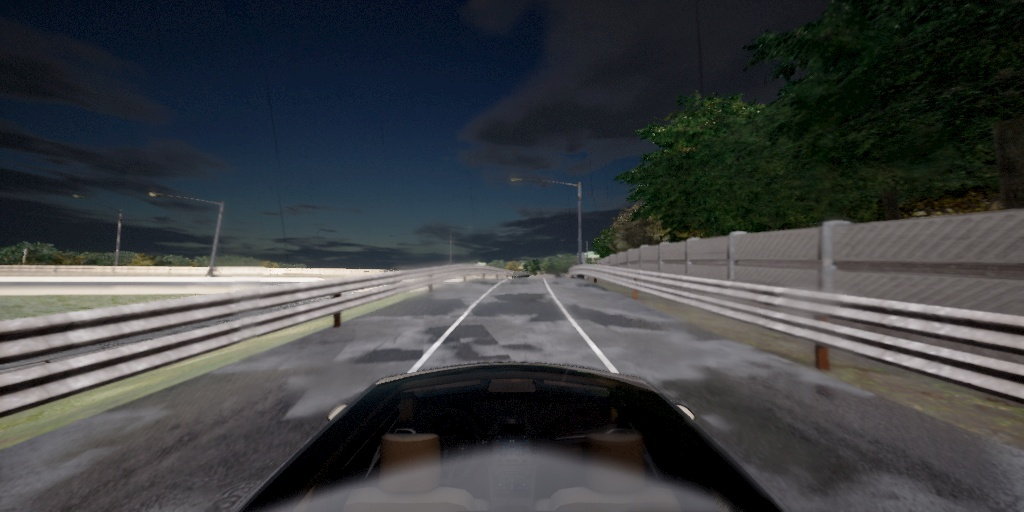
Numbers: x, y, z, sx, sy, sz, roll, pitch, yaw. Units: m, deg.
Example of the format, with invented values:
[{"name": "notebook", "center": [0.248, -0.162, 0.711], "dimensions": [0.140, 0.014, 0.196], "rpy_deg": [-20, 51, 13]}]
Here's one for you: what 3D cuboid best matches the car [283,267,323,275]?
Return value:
[{"name": "car", "center": [-30.547, 2.456, 52.466], "dimensions": [5.008, 1.535, 1.882], "rpy_deg": [2, -4, -27]}]
